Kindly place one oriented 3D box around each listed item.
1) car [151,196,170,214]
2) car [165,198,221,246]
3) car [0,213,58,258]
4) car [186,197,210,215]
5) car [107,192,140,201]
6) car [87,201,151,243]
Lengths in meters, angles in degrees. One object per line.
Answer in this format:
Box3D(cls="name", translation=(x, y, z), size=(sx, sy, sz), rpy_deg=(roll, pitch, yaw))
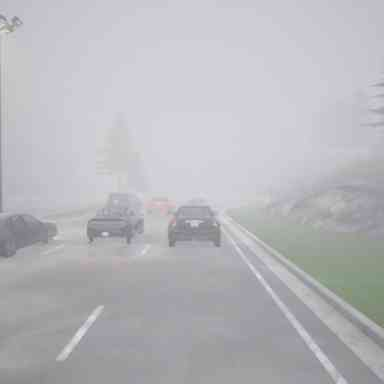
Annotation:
Box3D(cls="car", translation=(-2.855, 1.184, 32.686), size=(2.097, 1.767, 4.553), rpy_deg=(0, 0, 6))
Box3D(cls="car", translation=(0.100, 1.275, 14.963), size=(2.097, 1.767, 4.553), rpy_deg=(0, 0, 0))
Box3D(cls="car", translation=(-6.899, 1.483, 12.402), size=(2.033, 1.411, 5.357), rpy_deg=(0, 0, 0))
Box3D(cls="car", translation=(0.666, 1.335, 33.006), size=(1.837, 1.490, 4.892), rpy_deg=(0, 0, 7))
Box3D(cls="car", translation=(-6.478, 1.056, 32.074), size=(2.150, 2.045, 5.566), rpy_deg=(0, 0, 5))
Box3D(cls="car", translation=(-3.400, 1.412, 15.469), size=(2.128, 1.511, 4.902), rpy_deg=(0, 0, 0))
